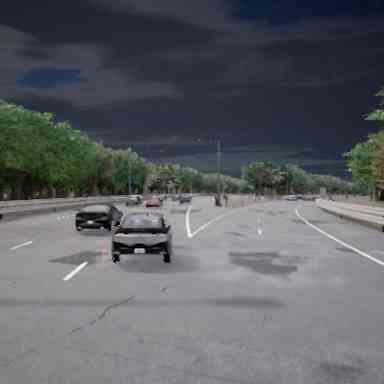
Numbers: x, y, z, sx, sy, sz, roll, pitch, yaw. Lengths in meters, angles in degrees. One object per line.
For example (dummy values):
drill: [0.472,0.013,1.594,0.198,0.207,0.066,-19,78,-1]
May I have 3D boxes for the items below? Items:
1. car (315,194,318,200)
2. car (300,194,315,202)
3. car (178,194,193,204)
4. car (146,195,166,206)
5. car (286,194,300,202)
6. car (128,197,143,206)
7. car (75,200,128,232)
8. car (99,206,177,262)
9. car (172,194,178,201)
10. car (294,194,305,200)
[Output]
car: [32.546,1.334,89.087,2.097,1.767,4.553,0,0,28]
car: [27.869,1.595,80.313,1.812,1.442,4.674,0,0,28]
car: [-1.103,1.441,64.050,1.837,1.490,4.892,0,0,4]
car: [-5.338,1.493,47.736,1.994,1.385,4.181,0,0,2]
car: [24.396,1.608,81.238,1.994,1.385,4.181,0,0,28]
car: [-8.781,1.429,50.624,1.812,1.442,4.674,0,0,2]
car: [-5.335,1.427,19.659,1.882,1.535,5.008,0,0,-2]
car: [-1.625,1.477,11.993,2.128,1.511,4.902,0,0,-3]
car: [-3.429,1.420,78.231,1.812,1.442,4.674,0,0,6]
car: [29.097,1.408,90.056,1.882,1.535,5.008,0,0,28]
